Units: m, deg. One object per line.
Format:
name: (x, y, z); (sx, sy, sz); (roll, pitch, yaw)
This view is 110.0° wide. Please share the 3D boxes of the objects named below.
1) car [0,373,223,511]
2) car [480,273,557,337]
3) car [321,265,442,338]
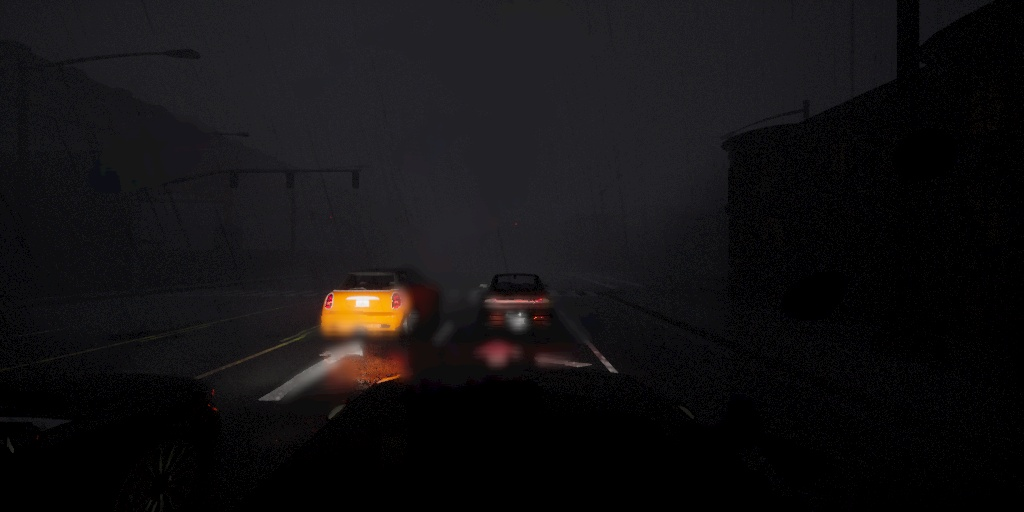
car: (-3.399, 1.241, 1.079); (2.128, 1.511, 4.902); (0, 0, 0)
car: (0.104, 1.242, 10.332); (2.128, 1.511, 4.902); (0, 0, -1)
car: (-3.405, 1.102, 10.286); (2.097, 1.767, 4.553); (0, 0, 0)
